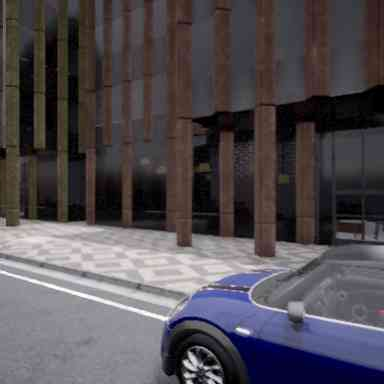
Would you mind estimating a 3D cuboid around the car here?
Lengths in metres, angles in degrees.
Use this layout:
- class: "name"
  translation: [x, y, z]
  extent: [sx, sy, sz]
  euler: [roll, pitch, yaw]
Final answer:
- class: "car"
  translation: [1.829, 1.352, 3.454]
  extent: [4.553, 1.767, 2.097]
  euler: [0, 0, 35]
